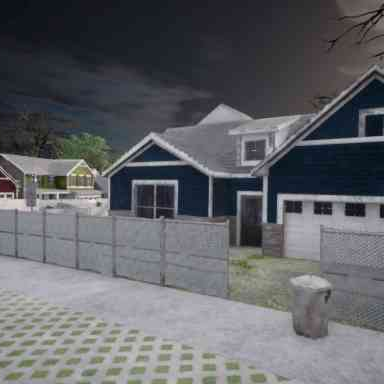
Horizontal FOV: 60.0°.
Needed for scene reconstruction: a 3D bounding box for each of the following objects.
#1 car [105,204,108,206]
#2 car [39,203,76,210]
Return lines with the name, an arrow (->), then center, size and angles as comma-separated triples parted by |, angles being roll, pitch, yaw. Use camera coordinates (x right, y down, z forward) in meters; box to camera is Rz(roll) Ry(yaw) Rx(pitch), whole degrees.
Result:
car -> -9.683, 1.807, 43.803 | 2.128, 1.511, 4.902 | 1, 0, 17
car -> -13.215, 1.766, 32.846 | 1.994, 1.385, 4.181 | 1, 0, 18
